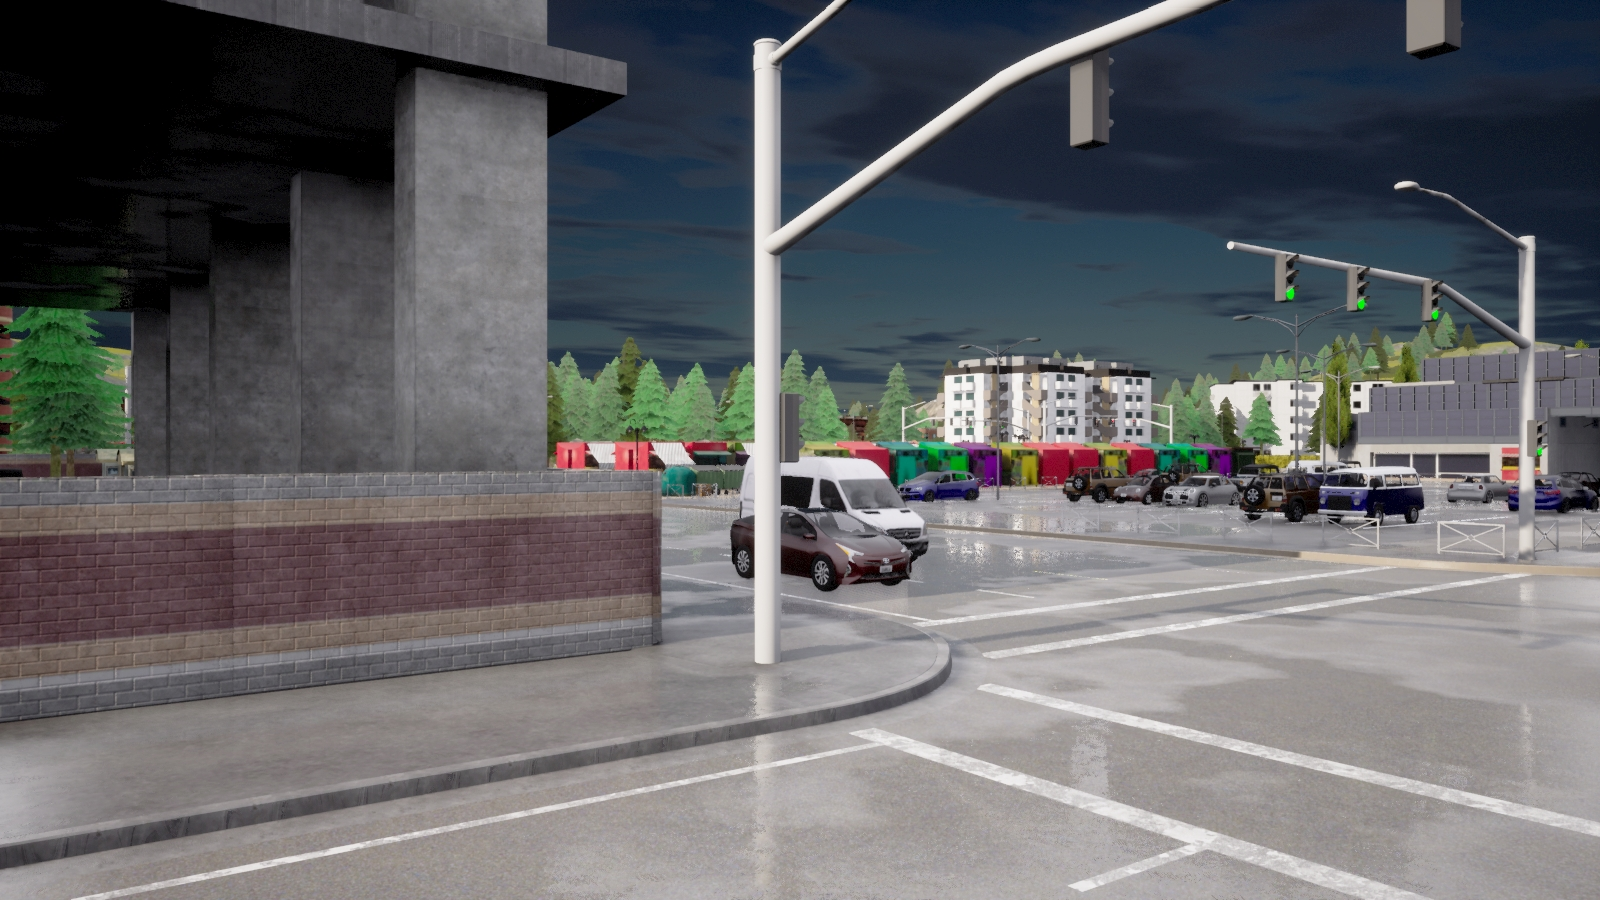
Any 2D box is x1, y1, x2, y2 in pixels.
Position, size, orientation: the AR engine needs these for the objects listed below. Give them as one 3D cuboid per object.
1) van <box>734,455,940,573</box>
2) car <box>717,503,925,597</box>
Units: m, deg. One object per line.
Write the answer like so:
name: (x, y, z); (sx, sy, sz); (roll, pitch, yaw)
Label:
van: (0.775, 1.473, 29.072); (1.988, 2.561, 5.915); (0, 1, -36)
car: (0.324, 1.984, 23.786); (2.007, 1.525, 4.514); (0, 0, -36)
